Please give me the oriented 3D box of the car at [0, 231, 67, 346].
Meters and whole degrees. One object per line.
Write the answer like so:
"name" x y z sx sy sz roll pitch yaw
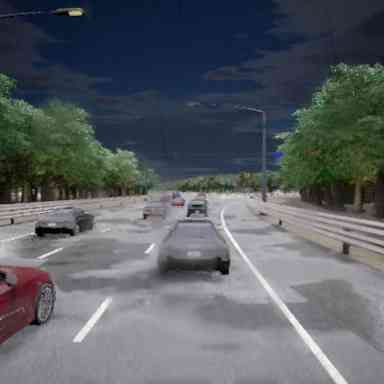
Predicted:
"car" -3.378 1.523 4.088 1.812 1.442 4.674 0 0 0

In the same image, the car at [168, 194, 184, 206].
"car" -2.093 1.467 52.010 1.994 1.385 4.181 0 0 2

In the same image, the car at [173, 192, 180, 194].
"car" -4.386 1.064 92.717 2.150 2.045 5.566 0 0 1

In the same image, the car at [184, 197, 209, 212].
"car" 0.543 1.476 31.787 1.837 1.490 4.892 0 0 2

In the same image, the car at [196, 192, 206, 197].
"car" 1.214 1.266 49.574 2.097 1.767 4.553 0 0 2

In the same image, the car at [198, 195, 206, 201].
"car" 2.344 1.439 79.463 1.895 1.301 4.718 0 0 2

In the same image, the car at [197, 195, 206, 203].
"car" 1.916 1.388 67.385 1.812 1.442 4.674 0 0 2

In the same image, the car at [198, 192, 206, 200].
"car" 2.585 1.068 90.369 2.150 2.045 5.566 0 0 1

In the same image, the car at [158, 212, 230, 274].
"car" 0.075 1.566 10.560 1.994 1.385 4.181 0 0 1

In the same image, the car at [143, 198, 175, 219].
"car" -2.965 1.522 28.444 2.033 1.411 5.357 0 0 2

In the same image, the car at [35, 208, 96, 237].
"car" -6.731 1.552 18.103 1.994 1.385 4.181 0 0 1

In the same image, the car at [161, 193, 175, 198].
"car" -5.055 1.362 65.624 1.837 1.490 4.892 0 0 2
